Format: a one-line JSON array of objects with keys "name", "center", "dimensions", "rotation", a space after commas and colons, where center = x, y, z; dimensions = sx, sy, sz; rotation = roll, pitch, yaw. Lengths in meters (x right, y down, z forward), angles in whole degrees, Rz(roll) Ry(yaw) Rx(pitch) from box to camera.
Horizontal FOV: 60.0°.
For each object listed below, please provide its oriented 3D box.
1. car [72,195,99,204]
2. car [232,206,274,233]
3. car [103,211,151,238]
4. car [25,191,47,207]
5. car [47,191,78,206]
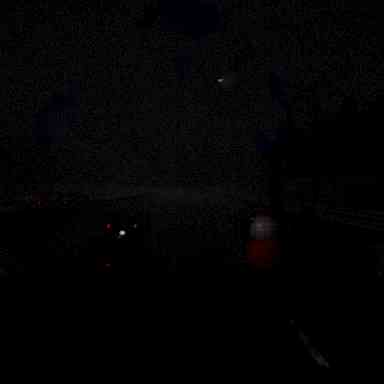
[{"name": "car", "center": [-14.086, 1.360, 45.071], "dimensions": [1.895, 1.301, 4.718], "rotation": [0, 1, 0]}, {"name": "car", "center": [3.601, 1.582, 20.060], "dimensions": [1.837, 1.490, 4.892], "rotation": [0, 0, 0]}, {"name": "car", "center": [-3.400, 1.682, 18.453], "dimensions": [1.895, 1.301, 4.718], "rotation": [0, 0, 0]}, {"name": "car", "center": [-21.076, 0.959, 46.392], "dimensions": [2.150, 2.045, 5.566], "rotation": [0, 1, 0]}, {"name": "car", "center": [-17.577, 0.958, 46.401], "dimensions": [2.150, 2.045, 5.566], "rotation": [0, 1, 0]}]
